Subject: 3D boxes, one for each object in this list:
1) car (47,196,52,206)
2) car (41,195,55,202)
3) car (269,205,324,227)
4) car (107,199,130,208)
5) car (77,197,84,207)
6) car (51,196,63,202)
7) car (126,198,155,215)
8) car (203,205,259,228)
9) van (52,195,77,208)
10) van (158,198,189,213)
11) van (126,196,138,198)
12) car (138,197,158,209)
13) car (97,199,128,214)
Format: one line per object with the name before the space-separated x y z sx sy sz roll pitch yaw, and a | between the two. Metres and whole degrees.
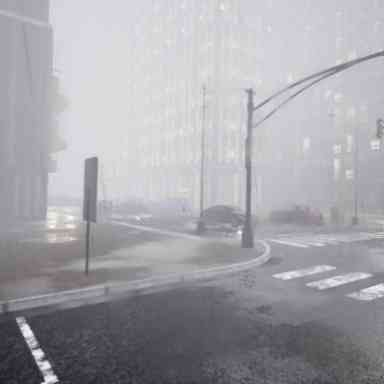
car | -21.849 1.547 52.836 1.802 1.307 4.206 2 -1 -35
car | -35.503 1.620 81.893 2.128 1.511 4.902 2 -1 -35
car | 7.877 1.696 25.448 1.967 1.590 4.097 2 -1 -35
car | -11.748 1.777 53.080 1.947 1.339 4.313 2 -1 -35
car | -17.444 1.587 51.279 1.837 1.490 4.892 2 -1 -35
car | -34.640 1.761 85.319 1.802 1.307 4.206 2 -1 -35
car | -6.024 1.631 35.025 1.994 1.385 4.181 2 -1 -35
car | 2.508 1.614 23.005 1.812 1.442 4.674 2 -1 -35
van | -18.573 1.312 48.234 1.690 1.788 3.998 2 -1 -35
van | -1.932 1.573 39.267 1.690 1.788 3.998 2 -1 -35
van | -8.472 1.559 48.479 1.690 1.788 3.998 2 -1 -35
car | -5.207 1.775 43.869 2.008 1.369 4.403 2 -1 -35
car | -8.767 1.542 34.414 2.008 1.369 4.403 2 -1 -35
